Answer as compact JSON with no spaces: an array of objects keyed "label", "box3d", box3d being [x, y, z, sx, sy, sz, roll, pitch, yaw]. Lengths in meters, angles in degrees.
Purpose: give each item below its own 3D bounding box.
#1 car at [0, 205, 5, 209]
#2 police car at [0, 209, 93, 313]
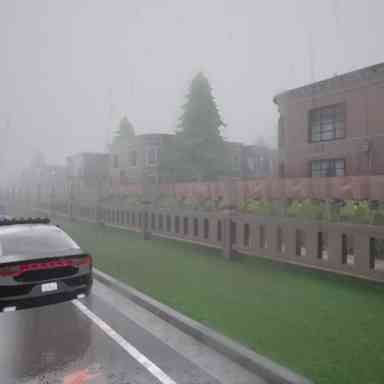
[{"label":"car","box3d":[-9.799,1.344,15.736,2.097,1.767,4.553,0,0,-36]},{"label":"police car","box3d":[-3.970,1.422,7.783,1.930,1.638,5.238,0,0,-36]}]
